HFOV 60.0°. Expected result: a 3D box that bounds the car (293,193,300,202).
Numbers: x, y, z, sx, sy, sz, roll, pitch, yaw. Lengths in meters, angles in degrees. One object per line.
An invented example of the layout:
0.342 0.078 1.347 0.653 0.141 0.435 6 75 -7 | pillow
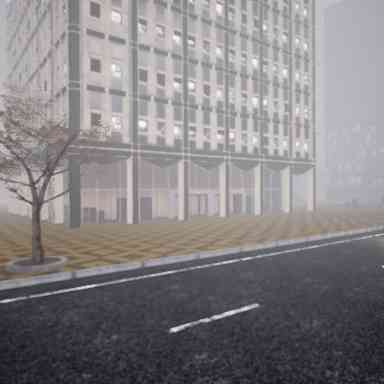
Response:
22.481 1.146 75.373 2.150 2.045 5.566 0 0 -9 | car
